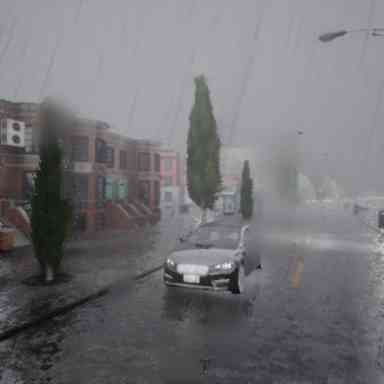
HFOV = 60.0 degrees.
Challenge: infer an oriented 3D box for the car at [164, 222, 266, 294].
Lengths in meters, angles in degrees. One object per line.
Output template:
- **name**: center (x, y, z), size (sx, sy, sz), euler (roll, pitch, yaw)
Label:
- **car**: center (0.882, 1.648, 9.493), size (2.128, 1.511, 4.902), euler (0, -1, 21)
